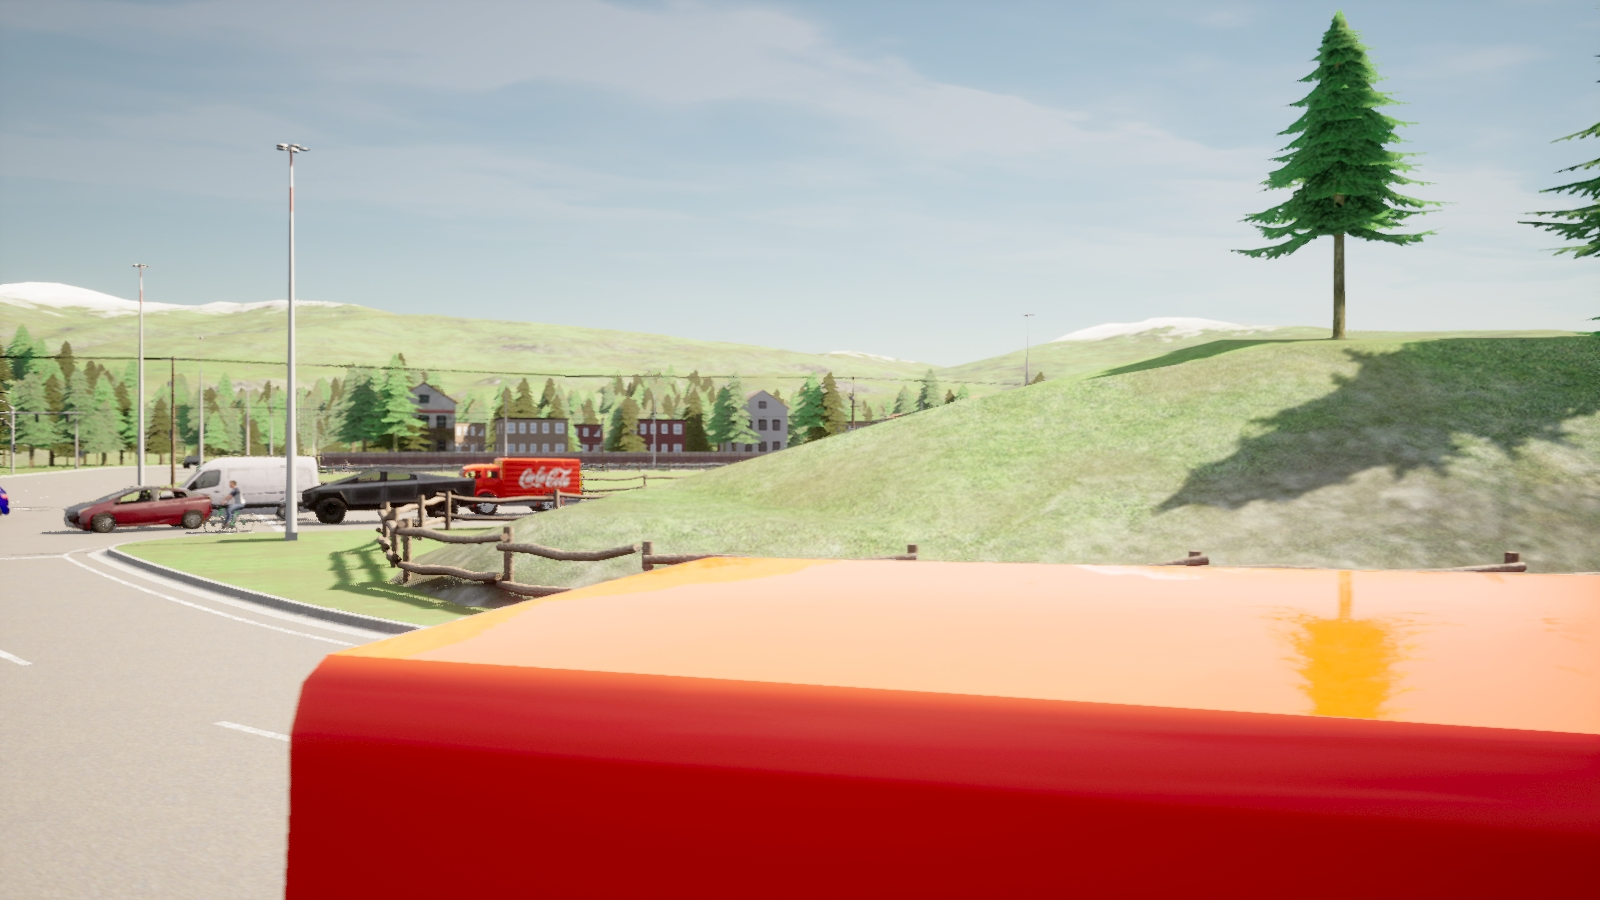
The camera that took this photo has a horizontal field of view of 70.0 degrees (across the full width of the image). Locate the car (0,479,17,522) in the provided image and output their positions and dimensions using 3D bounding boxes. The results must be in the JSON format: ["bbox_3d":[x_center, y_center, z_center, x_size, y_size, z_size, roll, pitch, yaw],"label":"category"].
[{"bbox_3d":[-33.200,1.998,43.906,2.242,1.667,4.611,0,0,29],"label":"car"}]

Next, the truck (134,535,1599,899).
[{"bbox_3d":[1.774,1.570,2.331,5.204,2.467,2.627,0,1,19],"label":"truck"}]

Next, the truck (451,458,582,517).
[{"bbox_3d":[-12.442,1.599,50.135,5.204,2.467,2.627,0,0,-24],"label":"truck"}]

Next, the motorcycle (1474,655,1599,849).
[{"bbox_3d":[6.106,2.187,8.208,2.033,1.199,0.803,0,-2,18],"label":"motorcycle"}]

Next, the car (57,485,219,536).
[{"bbox_3d":[-23.100,2.065,40.011,2.007,1.525,4.514,0,0,43],"label":"car"}]

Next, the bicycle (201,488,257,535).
[{"bbox_3d":[-19.341,2.079,38.697,1.643,1.496,0.373,0,3,-42],"label":"bicycle"}]

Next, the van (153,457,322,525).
[{"bbox_3d":[-22.340,1.561,45.437,5.915,2.561,1.988,0,-1,-29],"label":"van"}]

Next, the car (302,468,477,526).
[{"bbox_3d":[-16.033,1.778,44.671,6.274,2.098,2.390,0,0,-24],"label":"car"}]
